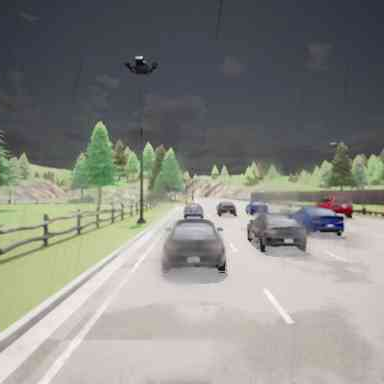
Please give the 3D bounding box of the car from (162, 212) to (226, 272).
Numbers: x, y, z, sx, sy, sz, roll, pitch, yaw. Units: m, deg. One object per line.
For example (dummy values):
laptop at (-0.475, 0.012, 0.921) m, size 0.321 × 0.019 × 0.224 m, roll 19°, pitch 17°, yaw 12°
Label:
car at (0.070, 1.619, 10.958) m, size 1.812 × 1.442 × 4.674 m, roll 0°, pitch 0°, yaw 0°

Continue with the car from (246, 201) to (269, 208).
car at (7.175, 1.792, 36.981) m, size 1.882 × 1.535 × 5.008 m, roll 0°, pitch -1°, yaw 0°

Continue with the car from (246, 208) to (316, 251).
car at (3.594, 1.650, 14.576) m, size 1.812 × 1.442 × 4.674 m, roll 0°, pitch 0°, yaw 0°

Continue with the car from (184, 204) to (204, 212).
car at (0.158, 1.821, 32.227) m, size 2.033 × 1.411 × 5.357 m, roll 0°, pitch 0°, yaw 0°

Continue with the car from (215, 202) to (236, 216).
car at (3.671, 1.810, 36.105) m, size 1.837 × 1.490 × 4.892 m, roll 0°, pitch -1°, yaw 0°

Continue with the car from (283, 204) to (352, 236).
car at (7.118, 1.645, 19.566) m, size 1.882 × 1.535 × 5.008 m, roll 0°, pitch -1°, yaw 0°

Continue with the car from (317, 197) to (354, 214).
car at (14.163, 1.506, 33.560) m, size 2.150 × 2.045 × 5.566 m, roll 0°, pitch 0°, yaw 0°
